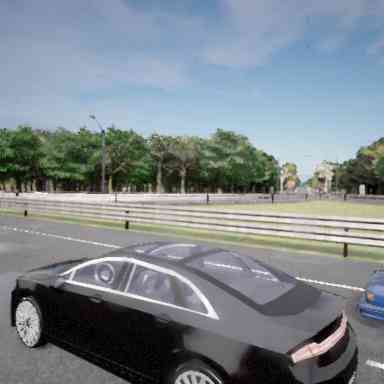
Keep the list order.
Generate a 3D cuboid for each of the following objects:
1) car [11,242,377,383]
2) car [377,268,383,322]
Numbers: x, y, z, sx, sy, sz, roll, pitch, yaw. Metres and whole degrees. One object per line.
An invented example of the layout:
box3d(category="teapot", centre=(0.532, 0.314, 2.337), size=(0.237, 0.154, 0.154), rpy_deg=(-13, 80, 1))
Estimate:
box3d(category="car", centre=(-0.525, 1.436, 4.416), size=(4.902, 1.511, 2.128), rpy_deg=(1, 1, 36))
box3d(category="car", centre=(5.310, 1.583, 4.483), size=(5.357, 1.411, 2.033), rpy_deg=(1, 1, 36))
